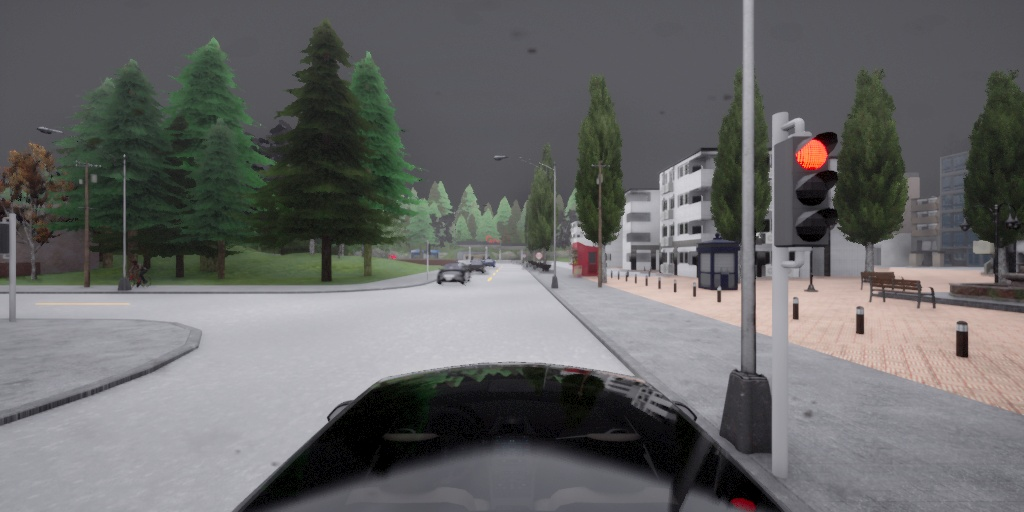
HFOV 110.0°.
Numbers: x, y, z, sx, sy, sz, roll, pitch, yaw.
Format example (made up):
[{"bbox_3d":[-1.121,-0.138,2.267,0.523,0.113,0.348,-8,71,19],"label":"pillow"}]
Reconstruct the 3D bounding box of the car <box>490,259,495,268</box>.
[{"bbox_3d":[-3.955,1.224,62.881,1.882,1.535,5.008,0,0,0],"label":"car"}]

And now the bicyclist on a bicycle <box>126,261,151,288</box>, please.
[{"bbox_3d":[-22.136,1.098,21.184,0.582,1.620,1.656,0,0,0],"label":"bicyclist on a bicycle"}]

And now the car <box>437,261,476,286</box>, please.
[{"bbox_3d":[-4.090,1.240,25.683,2.128,1.511,4.902,0,0,0],"label":"car"}]

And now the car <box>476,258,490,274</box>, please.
[{"bbox_3d":[-4.081,1.295,41.838,2.033,1.411,5.357,0,0,0],"label":"car"}]
